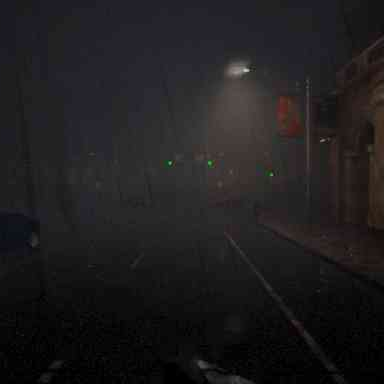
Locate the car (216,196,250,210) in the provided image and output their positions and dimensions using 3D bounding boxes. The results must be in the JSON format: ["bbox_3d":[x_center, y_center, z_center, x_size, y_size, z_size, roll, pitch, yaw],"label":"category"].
[{"bbox_3d":[4.883,1.244,39.222,2.128,1.511,4.902,0,0,45],"label":"car"}]

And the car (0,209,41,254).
[{"bbox_3d":[-6.992,1.403,11.318,1.882,1.535,5.008,0,0,0],"label":"car"}]

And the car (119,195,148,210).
[{"bbox_3d":[-7.026,1.098,39.463,2.097,1.767,4.553,0,0,-33],"label":"car"}]
